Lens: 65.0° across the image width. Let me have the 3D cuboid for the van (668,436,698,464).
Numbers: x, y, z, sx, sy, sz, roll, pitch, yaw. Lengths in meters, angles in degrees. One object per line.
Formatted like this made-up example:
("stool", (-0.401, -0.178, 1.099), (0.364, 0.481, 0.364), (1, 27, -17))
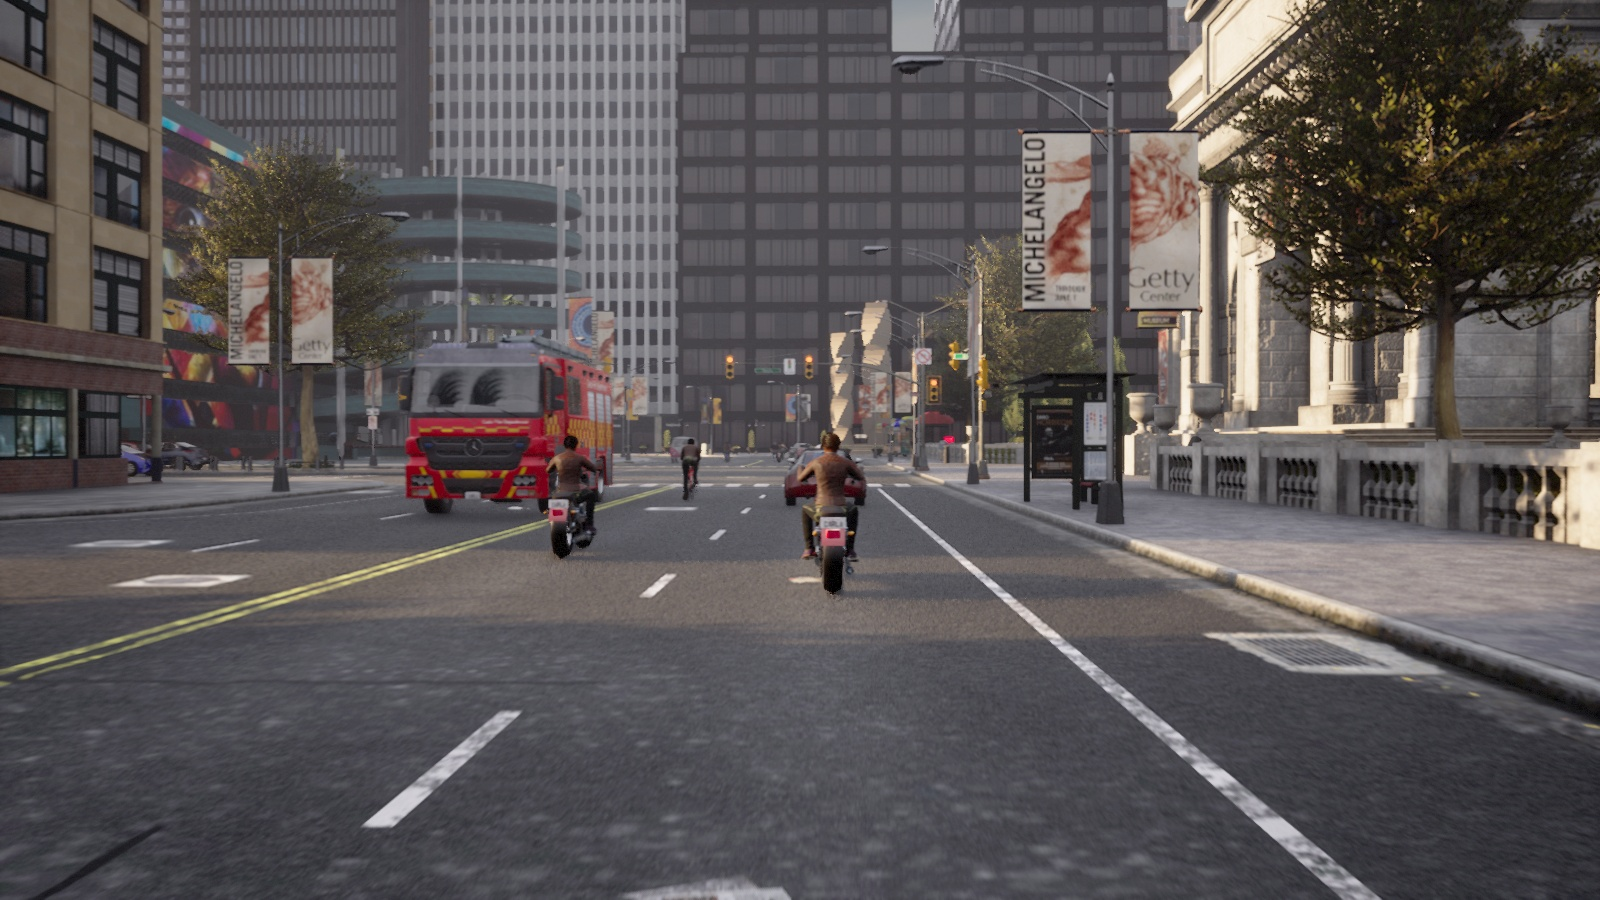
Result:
("van", (-8.702, -0.013, 93.677), (1.775, 1.987, 4.442), (0, 0, 1))

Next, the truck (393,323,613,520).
("truck", (-6.441, -0.580, 28.761), (2.891, 3.827, 8.468), (0, 0, 1))

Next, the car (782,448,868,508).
("car", (0.609, 0.642, 31.311), (1.994, 1.385, 4.181), (0, 0, 1))

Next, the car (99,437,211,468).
("car", (-35.297, 0.117, 68.815), (5.027, 1.651, 2.152), (0, 0, 1))

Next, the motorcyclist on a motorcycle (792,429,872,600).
("motorcyclist on a motorcycle", (0.309, 0.625, 13.307), (0.766, 1.649, 2.350), (0, 0, 0))

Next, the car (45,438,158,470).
("car", (-36.281, 0.201, 65.330), (4.611, 1.667, 2.242), (0, 0, 1))

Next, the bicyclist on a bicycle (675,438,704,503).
("bicyclist on a bicycle", (-2.866, 0.519, 32.654), (0.582, 1.620, 1.656), (0, 2, 1))

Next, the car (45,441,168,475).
("car", (-31.584, 0.351, 57.306), (4.514, 1.525, 2.007), (0, 0, 1))

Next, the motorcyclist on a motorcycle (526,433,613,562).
("motorcyclist on a motorcycle", (-3.110, 0.601, 17.174), (0.766, 1.649, 2.350), (0, 0, 0))
